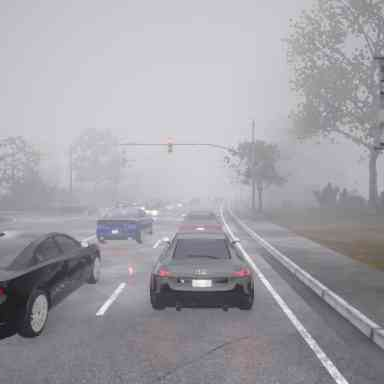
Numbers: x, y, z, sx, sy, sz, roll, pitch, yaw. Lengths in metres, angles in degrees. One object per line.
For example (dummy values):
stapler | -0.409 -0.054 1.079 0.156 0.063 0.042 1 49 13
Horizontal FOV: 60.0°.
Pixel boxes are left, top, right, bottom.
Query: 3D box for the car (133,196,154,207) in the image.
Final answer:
car | -7.667 1.491 52.660 2.128 1.511 4.902 0 0 6

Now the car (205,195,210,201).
car | 3.974 1.478 84.654 1.882 1.535 5.008 0 0 10

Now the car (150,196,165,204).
car | -6.475 1.563 62.612 1.994 1.385 4.181 0 0 7

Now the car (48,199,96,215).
car | -11.695 1.491 33.143 4.902 1.511 2.128 0 0 -2

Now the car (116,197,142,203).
car | -8.572 1.491 43.477 2.128 1.511 4.902 0 0 5

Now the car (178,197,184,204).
car | -2.751 1.601 64.087 1.895 1.301 4.718 0 0 8

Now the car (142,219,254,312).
car | 0.216 1.564 7.818 1.994 1.385 4.181 0 0 1

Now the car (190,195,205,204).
car | 0.737 1.505 62.492 1.837 1.490 4.892 0 0 7

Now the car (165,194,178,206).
car | -4.026 1.504 53.811 1.837 1.490 4.892 0 0 7

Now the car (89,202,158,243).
car | -3.068 1.478 16.054 1.882 1.535 5.008 0 0 2

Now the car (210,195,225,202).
car | 5.813 1.472 74.296 1.882 1.535 5.008 0 0 9

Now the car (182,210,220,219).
car | 0.440 1.564 16.218 1.994 1.385 4.181 0 0 2

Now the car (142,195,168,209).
car | -4.960 1.491 44.558 2.128 1.511 4.902 0 0 5

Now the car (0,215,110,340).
car | -3.303 1.478 6.655 1.882 1.535 5.008 0 0 1
